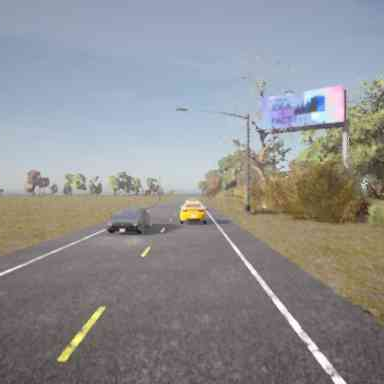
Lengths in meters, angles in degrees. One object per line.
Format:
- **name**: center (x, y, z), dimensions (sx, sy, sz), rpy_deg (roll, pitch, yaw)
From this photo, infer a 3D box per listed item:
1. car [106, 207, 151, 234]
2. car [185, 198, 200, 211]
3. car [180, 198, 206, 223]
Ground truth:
- **car**: center (-3.565, 1.586, 19.718), dimensions (2.033, 1.411, 5.357), rpy_deg (0, 0, 0)
- **car**: center (0.107, 1.561, 43.593), dimensions (1.882, 1.535, 5.008), rpy_deg (0, 0, 0)
- **car**: center (0.094, 1.528, 26.028), dimensions (1.882, 1.535, 5.008), rpy_deg (0, 0, 0)
